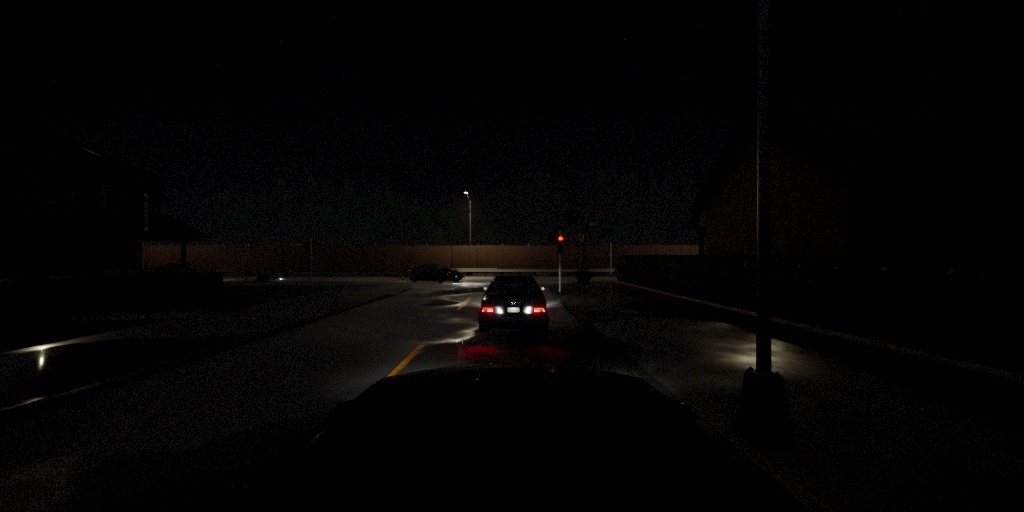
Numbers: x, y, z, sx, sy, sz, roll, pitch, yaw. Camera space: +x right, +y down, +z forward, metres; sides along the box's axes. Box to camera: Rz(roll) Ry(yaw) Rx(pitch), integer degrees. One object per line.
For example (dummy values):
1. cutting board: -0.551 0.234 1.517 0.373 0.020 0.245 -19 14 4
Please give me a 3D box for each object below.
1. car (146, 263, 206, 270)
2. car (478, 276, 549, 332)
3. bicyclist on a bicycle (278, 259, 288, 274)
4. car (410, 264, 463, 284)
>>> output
1. car: -26.743 1.297 29.093 5.357 1.411 2.033 0 0 0
2. car: 0.058 1.297 10.836 2.033 1.411 5.357 0 0 1
3. bicyclist on a bicycle: -23.971 1.099 37.490 0.582 1.620 1.656 0 0 0
4. car: -5.744 1.314 27.152 4.181 1.385 1.994 0 0 30
